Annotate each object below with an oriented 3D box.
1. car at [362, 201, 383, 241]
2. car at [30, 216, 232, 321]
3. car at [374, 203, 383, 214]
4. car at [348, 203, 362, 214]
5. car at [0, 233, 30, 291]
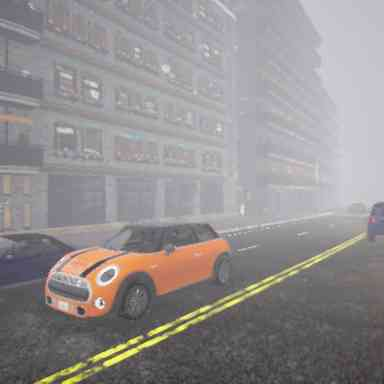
[{"bbox_3d":[10.907,1.516,17.790,2.150,2.045,5.566,-1,-1,36],"label":"car"},{"bbox_3d":[-0.956,1.487,7.805,2.097,1.767,4.553,-1,-1,38],"label":"car"},{"bbox_3d":[26.551,2.309,45.996,1.994,1.385,4.181,-1,-1,34],"label":"car"},{"bbox_3d":[23.559,2.251,47.370,1.882,1.535,5.008,-1,-1,34],"label":"car"},{"bbox_3d":[-4.664,1.748,8.313,1.895,1.301,4.718,-1,-1,38],"label":"car"}]
